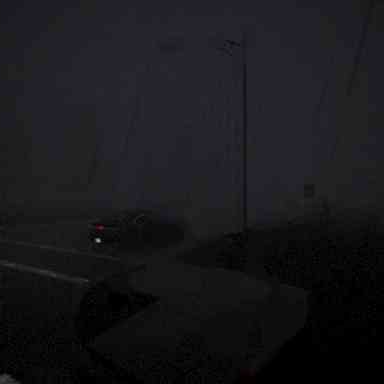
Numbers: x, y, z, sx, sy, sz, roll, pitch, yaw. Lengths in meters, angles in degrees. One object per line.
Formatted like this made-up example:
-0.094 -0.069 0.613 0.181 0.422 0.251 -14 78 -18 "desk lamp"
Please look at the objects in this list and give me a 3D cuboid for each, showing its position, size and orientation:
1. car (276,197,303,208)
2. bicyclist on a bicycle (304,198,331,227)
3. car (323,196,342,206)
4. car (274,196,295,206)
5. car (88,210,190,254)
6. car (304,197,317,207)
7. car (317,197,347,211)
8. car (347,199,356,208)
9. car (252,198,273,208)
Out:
14.511 1.526 49.700 1.882 1.535 5.008 0 0 35 "car"
7.859 1.179 20.353 1.656 1.620 0.582 33 16 27 "bicyclist on a bicycle"
24.600 1.560 58.126 2.128 1.511 4.902 0 0 35 "car"
16.306 1.533 58.443 1.882 1.535 5.008 0 0 35 "car"
-1.961 1.495 13.754 2.128 1.511 4.902 0 0 34 "car"
18.856 1.533 49.824 1.882 1.535 5.008 0 0 35 "car"
17.824 1.528 42.284 1.882 1.535 5.008 0 0 35 "car"
23.752 1.665 50.926 1.895 1.301 4.718 0 0 35 "car"
10.661 1.606 50.286 1.994 1.385 4.181 0 0 35 "car"
